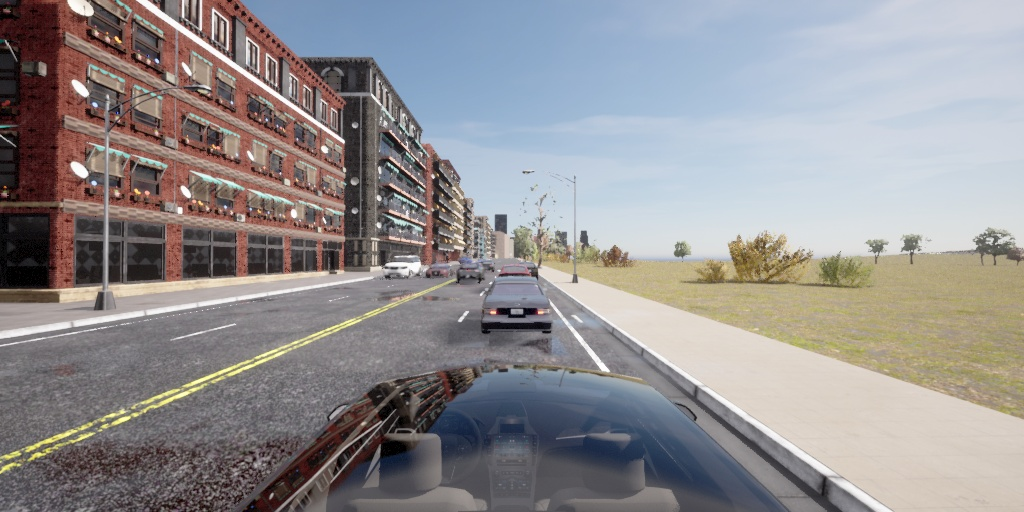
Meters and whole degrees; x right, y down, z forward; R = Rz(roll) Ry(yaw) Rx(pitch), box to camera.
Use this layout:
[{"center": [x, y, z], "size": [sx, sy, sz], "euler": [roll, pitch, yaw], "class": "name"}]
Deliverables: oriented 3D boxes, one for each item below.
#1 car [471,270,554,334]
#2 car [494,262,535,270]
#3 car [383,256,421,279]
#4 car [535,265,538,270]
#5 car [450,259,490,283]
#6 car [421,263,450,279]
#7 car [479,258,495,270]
[{"center": [0.119, 1.298, 10.607], "size": [2.033, 1.411, 5.357], "euler": [0, 0, 0], "class": "car"}, {"center": [0.147, 1.230, 21.147], "size": [1.882, 1.535, 5.008], "euler": [0, 0, 0], "class": "car"}, {"center": [-9.780, 0.973, 32.468], "size": [2.150, 2.045, 5.566], "euler": [0, 0, 0], "class": "car"}, {"center": [1.204, 1.230, 30.584], "size": [1.882, 1.535, 5.008], "euler": [0, 0, 0], "class": "car"}, {"center": [-3.090, 1.241, 27.689], "size": [2.128, 1.511, 4.902], "euler": [0, 0, 0], "class": "car"}, {"center": [-6.530, 1.316, 32.695], "size": [1.994, 1.385, 4.181], "euler": [0, 0, 0], "class": "car"}, {"center": [-3.049, 1.277, 45.006], "size": [1.812, 1.442, 4.674], "euler": [0, 0, 0], "class": "car"}]
